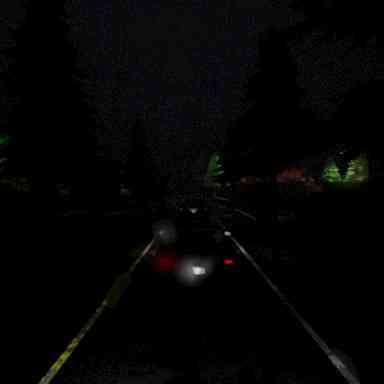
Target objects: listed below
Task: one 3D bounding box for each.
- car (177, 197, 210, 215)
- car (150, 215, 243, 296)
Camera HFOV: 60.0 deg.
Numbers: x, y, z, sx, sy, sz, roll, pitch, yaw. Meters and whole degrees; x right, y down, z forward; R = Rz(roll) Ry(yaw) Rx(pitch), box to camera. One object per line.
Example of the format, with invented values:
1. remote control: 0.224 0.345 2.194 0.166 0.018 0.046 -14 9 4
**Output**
1. car: 0.100 1.229 23.133 2.097 1.767 4.553 0 0 0
2. car: 0.096 1.518 8.598 1.994 1.385 4.181 0 0 0
